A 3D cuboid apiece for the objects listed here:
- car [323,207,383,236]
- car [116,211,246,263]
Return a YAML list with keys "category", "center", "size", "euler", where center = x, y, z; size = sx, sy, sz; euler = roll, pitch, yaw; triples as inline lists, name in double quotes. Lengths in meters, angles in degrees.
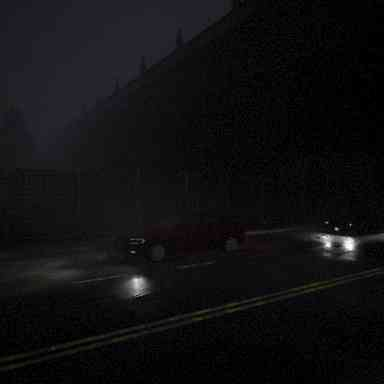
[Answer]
- category: "car"
  center: [9.751, 1.547, 18.797]
  size: [5.357, 1.411, 2.033]
  euler: [0, 0, -34]
- category: "car"
  center: [-0.272, 1.477, 12.183]
  size: [5.008, 1.535, 1.882]
  euler: [0, 0, -33]
